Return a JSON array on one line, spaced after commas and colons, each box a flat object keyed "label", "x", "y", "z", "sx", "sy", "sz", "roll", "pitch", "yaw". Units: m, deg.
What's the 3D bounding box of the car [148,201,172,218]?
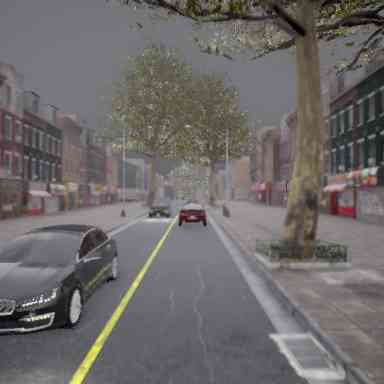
[{"label": "car", "x": -2.787, "y": 1.561, "z": 30.396, "sx": 2.033, "sy": 1.411, "sz": 5.357, "roll": 0, "pitch": 0, "yaw": 1}]

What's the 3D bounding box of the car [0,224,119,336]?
[{"label": "car", "x": -2.838, "y": 1.505, "z": 7.011, "sx": 1.837, "sy": 1.490, "sz": 4.892, "roll": 0, "pitch": 0, "yaw": 0}]

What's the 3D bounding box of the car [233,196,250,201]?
[{"label": "car", "x": 12.165, "y": 1.535, "z": 78.289, "sx": 4.829, "sy": 1.417, "sz": 1.752, "roll": -1, "pitch": -1, "yaw": 0}]

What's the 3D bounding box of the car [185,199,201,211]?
[{"label": "car", "x": 0.090, "y": 1.606, "z": 42.648, "sx": 1.994, "sy": 1.385, "sz": 4.181, "roll": 0, "pitch": 0, "yaw": 0}]

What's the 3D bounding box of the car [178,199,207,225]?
[{"label": "car", "x": 0.057, "y": 1.482, "z": 23.822, "sx": 1.882, "sy": 1.535, "sz": 5.008, "roll": 0, "pitch": 0, "yaw": 1}]

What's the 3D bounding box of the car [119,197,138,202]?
[{"label": "car", "x": -14.848, "y": 1.852, "z": 78.108, "sx": 4.507, "sy": 1.381, "sz": 1.887, "roll": -1, "pitch": -1, "yaw": 0}]
